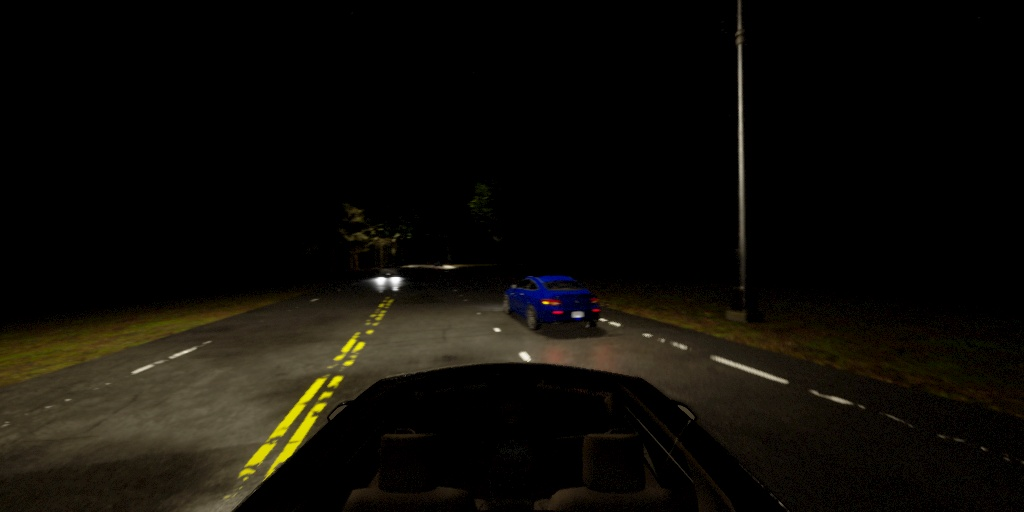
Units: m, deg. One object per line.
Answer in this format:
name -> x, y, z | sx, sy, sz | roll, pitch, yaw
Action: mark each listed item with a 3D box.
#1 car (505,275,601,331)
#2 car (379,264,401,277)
car -> 1.066, 1.296, 11.133 | 1.812, 1.442, 4.674 | -1, 0, -14
car -> -13.311, 1.572, 39.227 | 1.895, 1.301, 4.718 | -1, 0, -13
